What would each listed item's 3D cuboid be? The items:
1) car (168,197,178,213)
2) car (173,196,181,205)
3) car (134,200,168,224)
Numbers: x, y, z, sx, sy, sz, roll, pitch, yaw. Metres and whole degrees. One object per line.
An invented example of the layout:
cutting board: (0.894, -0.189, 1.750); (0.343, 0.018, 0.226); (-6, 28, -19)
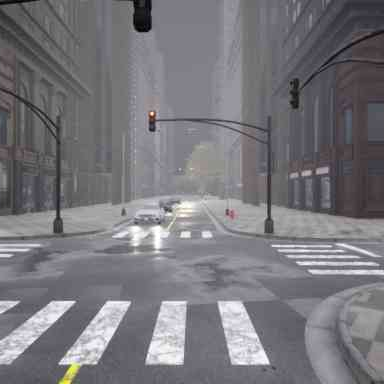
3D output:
car: (-3.040, 1.550, 37.167); (2.033, 1.411, 5.357); (0, 0, 0)
car: (-2.920, 1.506, 58.162); (1.882, 1.535, 5.008); (0, 0, 0)
car: (-3.060, 1.525, 24.588); (1.812, 1.442, 4.674); (0, 0, 0)
